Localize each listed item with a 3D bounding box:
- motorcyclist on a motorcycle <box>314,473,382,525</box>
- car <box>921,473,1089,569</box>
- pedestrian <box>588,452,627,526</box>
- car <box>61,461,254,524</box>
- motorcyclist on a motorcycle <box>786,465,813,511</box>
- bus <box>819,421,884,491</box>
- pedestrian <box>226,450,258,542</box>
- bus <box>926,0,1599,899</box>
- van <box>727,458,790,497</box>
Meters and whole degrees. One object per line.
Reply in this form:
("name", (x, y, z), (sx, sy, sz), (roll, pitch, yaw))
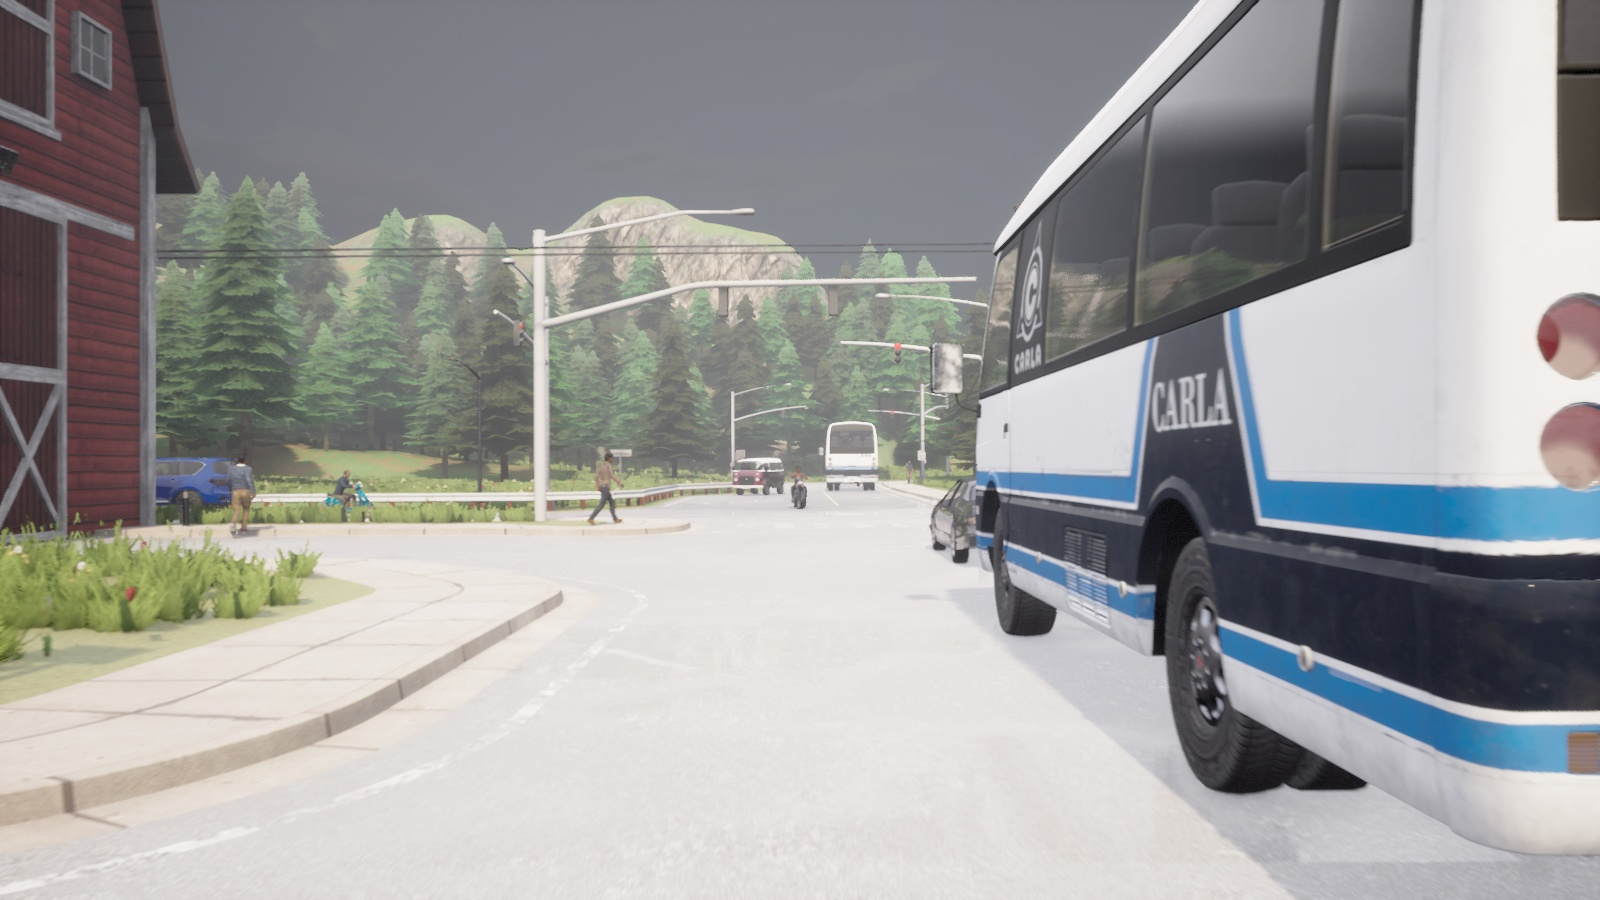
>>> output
("motorcyclist on a motorcycle", (-14.336, 1.539, 39.862), (1.817, 1.590, 0.866), (-1, -1, 1))
("car", (3.398, 1.133, 21.962), (2.033, 1.411, 5.357), (-1, -1, 0))
("pedestrian", (-4.752, 0.965, 31.063), (0.869, 1.805, 0.328), (0, -1, -32))
("car", (-22.168, 1.460, 43.473), (5.566, 2.045, 2.150), (-1, -1, 1))
("motorcyclist on a motorcycle", (-0.035, 1.402, 47.023), (0.766, 1.649, 2.350), (0, 0, -6))
("bus", (3.292, 0.453, 82.594), (3.944, 4.253, 10.273), (-1, -1, 1))
("pedestrian", (-12.136, 0.993, 27.320), (0.423, 1.949, 0.788), (-1, -1, -9))
("bus", (3.429, -0.448, 8.889), (3.944, 4.253, 10.273), (-1, -1, 0))
("van", (-2.219, 1.463, 68.769), (2.069, 2.038, 4.480), (-1, -1, 17))
